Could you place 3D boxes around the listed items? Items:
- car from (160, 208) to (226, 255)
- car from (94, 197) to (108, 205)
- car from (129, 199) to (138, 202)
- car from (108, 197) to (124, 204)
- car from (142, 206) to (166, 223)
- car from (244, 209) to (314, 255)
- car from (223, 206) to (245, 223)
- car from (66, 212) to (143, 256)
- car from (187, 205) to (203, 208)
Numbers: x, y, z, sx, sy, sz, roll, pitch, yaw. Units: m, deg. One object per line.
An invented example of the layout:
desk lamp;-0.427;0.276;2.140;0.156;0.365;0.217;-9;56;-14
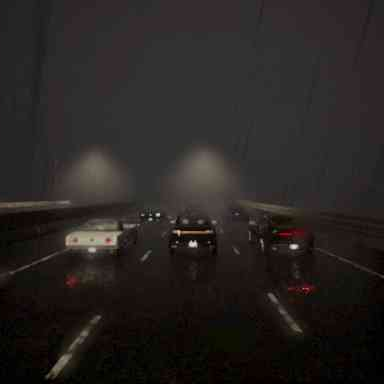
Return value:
car;0.057;1.632;13.938;2.128;1.511;4.902;0;0;1
car;-19.508;2.038;72.357;2.150;2.045;5.566;0;-1;2
car;-12.514;2.337;72.065;1.812;1.442;4.674;0;-1;2
car;-16.011;2.338;72.223;2.128;1.511;4.902;0;-1;2
car;-3.264;1.900;28.734;1.895;1.301;4.718;0;-1;1
car;3.557;1.649;13.920;1.837;1.490;4.892;0;0;1
car;3.741;1.866;28.792;1.994;1.385;4.181;0;-1;1
car;-3.447;1.738;13.780;1.895;1.301;4.718;0;-1;0
car;0.233;1.845;28.560;2.033;1.411;5.357;0;-1;1
